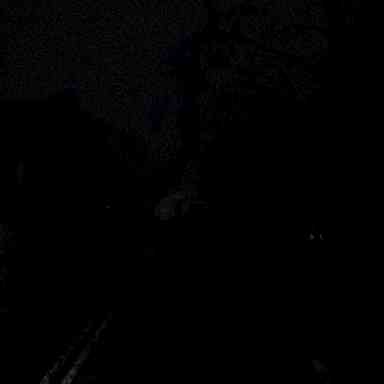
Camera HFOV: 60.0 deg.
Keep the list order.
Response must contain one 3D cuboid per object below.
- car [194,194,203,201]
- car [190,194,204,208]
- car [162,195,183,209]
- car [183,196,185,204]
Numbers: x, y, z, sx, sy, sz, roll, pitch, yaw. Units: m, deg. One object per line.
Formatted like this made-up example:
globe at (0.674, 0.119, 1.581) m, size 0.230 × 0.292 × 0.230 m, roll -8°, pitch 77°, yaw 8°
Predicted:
car at (1.553, 1.253, 78.764) m, size 2.033 × 1.411 × 5.357 m, roll 0°, pitch 0°, yaw 2°
car at (0.742, 1.450, 46.670) m, size 2.033 × 1.411 × 5.357 m, roll 0°, pitch 0°, yaw 2°
car at (-2.773, 1.409, 43.618) m, size 2.128 × 1.511 × 4.902 m, roll 0°, pitch 0°, yaw 2°
car at (-2.249, 1.309, 60.514) m, size 1.882 × 1.535 × 5.008 m, roll 0°, pitch 0°, yaw 2°
